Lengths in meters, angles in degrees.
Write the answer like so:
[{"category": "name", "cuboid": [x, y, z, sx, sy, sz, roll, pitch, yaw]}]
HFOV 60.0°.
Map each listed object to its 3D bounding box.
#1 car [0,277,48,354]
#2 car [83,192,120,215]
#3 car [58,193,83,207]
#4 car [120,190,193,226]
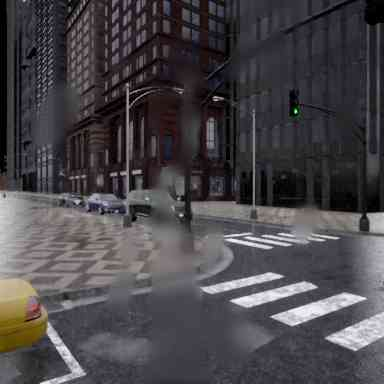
[{"category": "car", "cuboid": [-4.246, 1.525, 3.627, 4.829, 1.417, 1.752, 0, 0, -35]}, {"category": "car", "cuboid": [-7.129, 0.871, 27.684, 2.097, 1.767, 4.553, 0, 1, -35]}, {"category": "car", "cuboid": [-13.146, 0.825, 36.087, 2.128, 1.511, 4.902, 0, 1, -36]}, {"category": "car", "cuboid": [-2.212, 0.897, 20.820, 2.150, 2.045, 5.566, 0, 1, -36]}]
